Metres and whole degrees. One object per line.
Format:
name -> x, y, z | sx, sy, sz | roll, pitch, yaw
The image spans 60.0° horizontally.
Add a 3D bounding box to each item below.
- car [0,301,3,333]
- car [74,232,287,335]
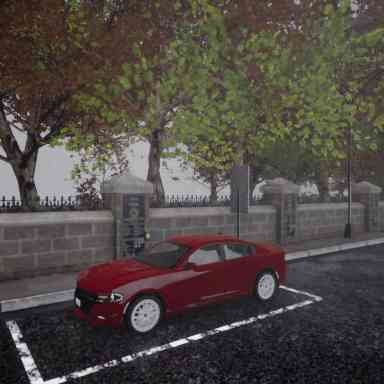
car -> -4.500, 1.551, 3.446 | 4.403, 1.369, 2.008 | 0, 0, -35
car -> -0.018, 1.545, 6.702 | 4.507, 1.381, 1.887 | 0, 0, -35
